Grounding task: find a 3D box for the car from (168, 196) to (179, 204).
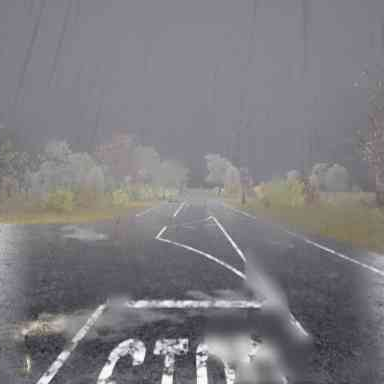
[{"bbox_3d":[-3.355,1.433,62.699,2.033,1.411,5.357,0,0,0],"label":"car"}]
